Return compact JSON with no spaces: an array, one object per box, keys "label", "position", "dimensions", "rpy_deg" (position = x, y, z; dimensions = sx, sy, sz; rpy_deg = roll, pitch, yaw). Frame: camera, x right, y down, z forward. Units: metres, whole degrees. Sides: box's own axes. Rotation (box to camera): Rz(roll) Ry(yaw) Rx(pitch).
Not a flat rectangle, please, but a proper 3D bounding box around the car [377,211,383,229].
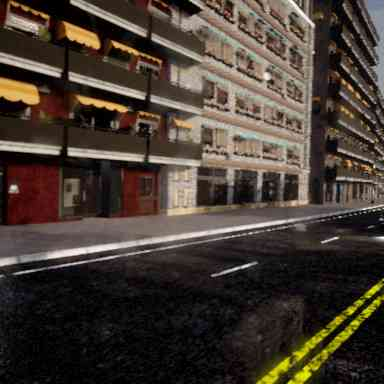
[{"label":"car","position":[12.497,1.450,19.609],"dimensions":[2.033,1.411,5.357],"rpy_deg":[3,2,40]}]
